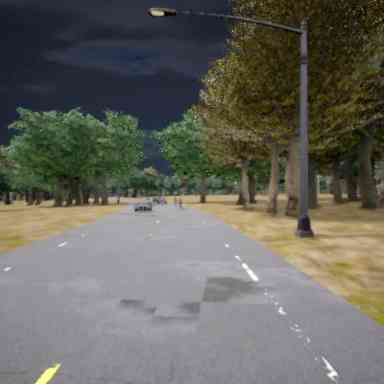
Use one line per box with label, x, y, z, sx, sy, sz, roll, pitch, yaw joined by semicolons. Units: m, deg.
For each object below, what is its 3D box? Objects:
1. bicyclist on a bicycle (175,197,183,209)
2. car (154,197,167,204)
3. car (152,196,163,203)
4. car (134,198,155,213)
bicyclist on a bicycle;-1.476;1.526;43.037;0.582;1.620;1.656;0;-1;-6
car;-6.542;1.812;71.125;2.033;1.411;5.357;0;-1;-11
car;-8.590;1.859;81.686;2.128;1.511;4.902;0;-1;-12
car;-5.563;1.619;38.253;1.994;1.385;4.181;0;0;-6
